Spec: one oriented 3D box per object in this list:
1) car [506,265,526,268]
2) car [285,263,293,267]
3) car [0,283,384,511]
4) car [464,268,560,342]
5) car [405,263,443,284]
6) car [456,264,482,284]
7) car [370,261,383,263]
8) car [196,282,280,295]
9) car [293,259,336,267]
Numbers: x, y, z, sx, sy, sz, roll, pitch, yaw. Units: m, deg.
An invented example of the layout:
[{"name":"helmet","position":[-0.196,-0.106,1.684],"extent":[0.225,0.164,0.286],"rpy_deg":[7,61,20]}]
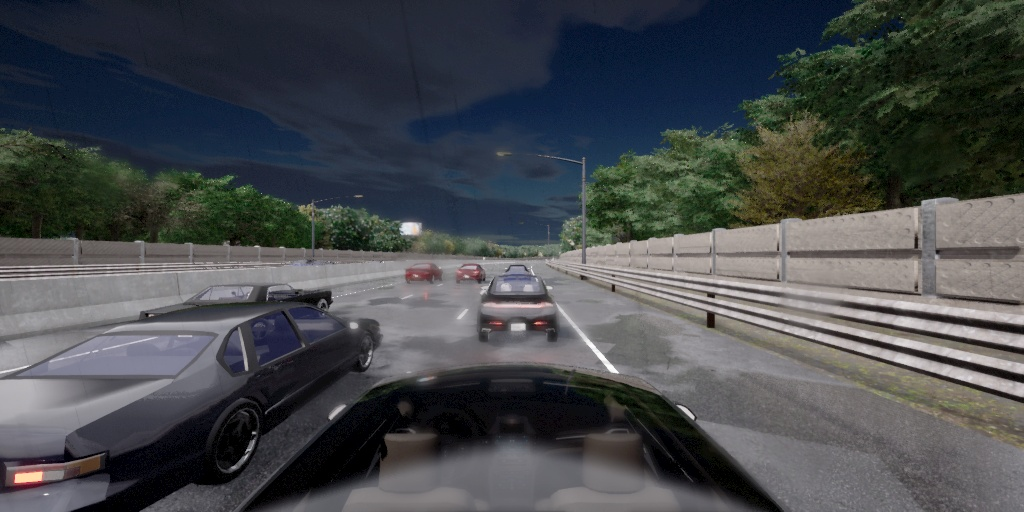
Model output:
[{"name":"car","position":[0.405,1.334,26.761],"extent":[1.994,1.385,4.181],"rpy_deg":[0,0,1]},{"name":"car","position":[-23.895,1.142,41.055],"extent":[2.097,1.767,4.553],"rpy_deg":[0,0,2]},{"name":"car","position":[-3.374,1.297,4.545],"extent":[2.033,1.411,5.357],"rpy_deg":[0,0,-1]},{"name":"car","position":[0.147,1.244,9.749],"extent":[2.128,1.511,4.902],"rpy_deg":[0,0,0]},{"name":"car","position":[-6.584,1.245,27.382],"extent":[1.882,1.535,5.008],"rpy_deg":[0,0,1]},{"name":"car","position":[-3.092,1.295,27.374],"extent":[1.812,1.442,4.674],"rpy_deg":[0,0,1]},{"name":"car","position":[-16.800,1.353,43.854],"extent":[2.033,1.411,5.357],"rpy_deg":[0,0,2]},{"name":"car","position":[-6.855,1.352,9.763],"extent":[1.895,1.301,4.718],"rpy_deg":[0,0,0]},{"name":"car","position":[-20.490,1.276,38.230],"extent":[2.128,1.511,4.902],"rpy_deg":[0,0,2]}]
